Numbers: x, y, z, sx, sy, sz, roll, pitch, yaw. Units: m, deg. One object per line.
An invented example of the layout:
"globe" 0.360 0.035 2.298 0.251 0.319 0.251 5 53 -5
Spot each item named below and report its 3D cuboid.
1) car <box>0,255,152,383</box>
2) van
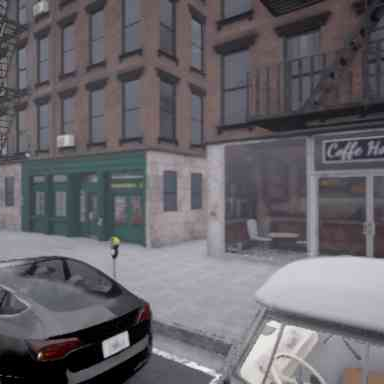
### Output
"car" -2.457 1.566 4.563 4.313 1.339 1.947 0 0 35
"van" 1.947 1.341 1.422 3.998 1.788 1.690 0 0 35
